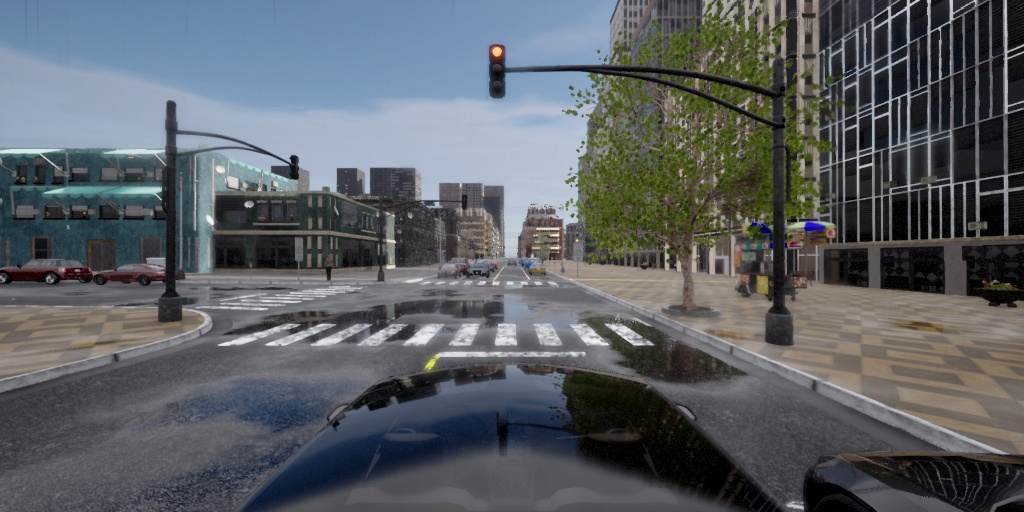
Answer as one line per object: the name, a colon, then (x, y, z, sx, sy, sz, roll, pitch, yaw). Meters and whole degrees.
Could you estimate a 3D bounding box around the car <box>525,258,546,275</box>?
car: (2.702, 1.278, 38.630, 1.751, 1.417, 4.829, 0, 0, 0)

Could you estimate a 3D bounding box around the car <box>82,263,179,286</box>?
car: (-22.815, 1.090, 21.828, 4.207, 1.307, 1.802, 0, 0, -1)

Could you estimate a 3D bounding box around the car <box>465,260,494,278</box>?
car: (-3.089, 1.316, 33.733, 1.994, 1.385, 4.181, 0, 0, 0)

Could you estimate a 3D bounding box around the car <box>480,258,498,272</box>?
car: (-3.086, 1.317, 43.782, 1.994, 1.385, 4.181, 0, 0, 0)

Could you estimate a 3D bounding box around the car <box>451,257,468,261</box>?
car: (-5.679, 1.067, 38.460, 2.192, 1.841, 5.009, 0, 0, 0)

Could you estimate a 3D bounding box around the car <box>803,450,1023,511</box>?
car: (2.691, 1.316, 0.431, 1.948, 1.339, 4.313, 0, 0, 0)

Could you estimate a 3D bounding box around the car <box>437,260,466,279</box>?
car: (-5.680, 1.334, 32.909, 1.802, 1.307, 4.207, 0, 0, 0)

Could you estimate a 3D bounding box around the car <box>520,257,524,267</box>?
car: (2.706, 1.305, 55.113, 2.007, 1.370, 4.403, 0, 0, 0)

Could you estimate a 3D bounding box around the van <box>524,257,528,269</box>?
van: (2.703, 1.094, 44.011, 1.690, 1.789, 3.998, 0, 0, 0)

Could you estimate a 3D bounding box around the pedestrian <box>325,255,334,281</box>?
pedestrian: (-12.742, 0.788, 24.916, 0.375, 1.860, 0.375, 0, -1, -1)

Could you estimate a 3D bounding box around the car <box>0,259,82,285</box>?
car: (-28.363, 0.879, 21.751, 4.097, 1.591, 1.967, 0, 0, -1)
